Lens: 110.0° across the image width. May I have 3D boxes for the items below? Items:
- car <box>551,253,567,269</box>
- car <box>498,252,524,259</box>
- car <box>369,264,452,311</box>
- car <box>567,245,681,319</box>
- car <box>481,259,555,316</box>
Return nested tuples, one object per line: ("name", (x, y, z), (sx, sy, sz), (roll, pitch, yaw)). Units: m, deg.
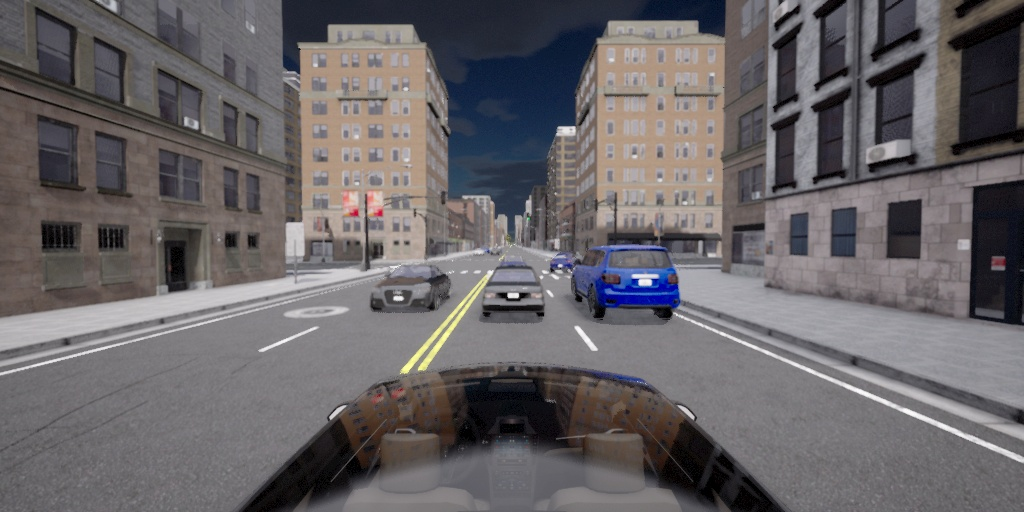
("car", (4.360, 0.474, 28.892), (1.812, 1.442, 4.674), (0, 2, 19))
("car", (0.095, 0.618, 26.709), (1.895, 1.301, 4.718), (0, 2, 0))
("car", (-3.337, 0.998, 12.506), (1.994, 1.385, 4.181), (0, 2, 0))
("car", (3.340, 0.681, 11.541), (2.150, 2.045, 5.566), (0, 1, 1))
("car", (0.087, 1.001, 11.806), (2.033, 1.411, 5.357), (0, 2, 1))
